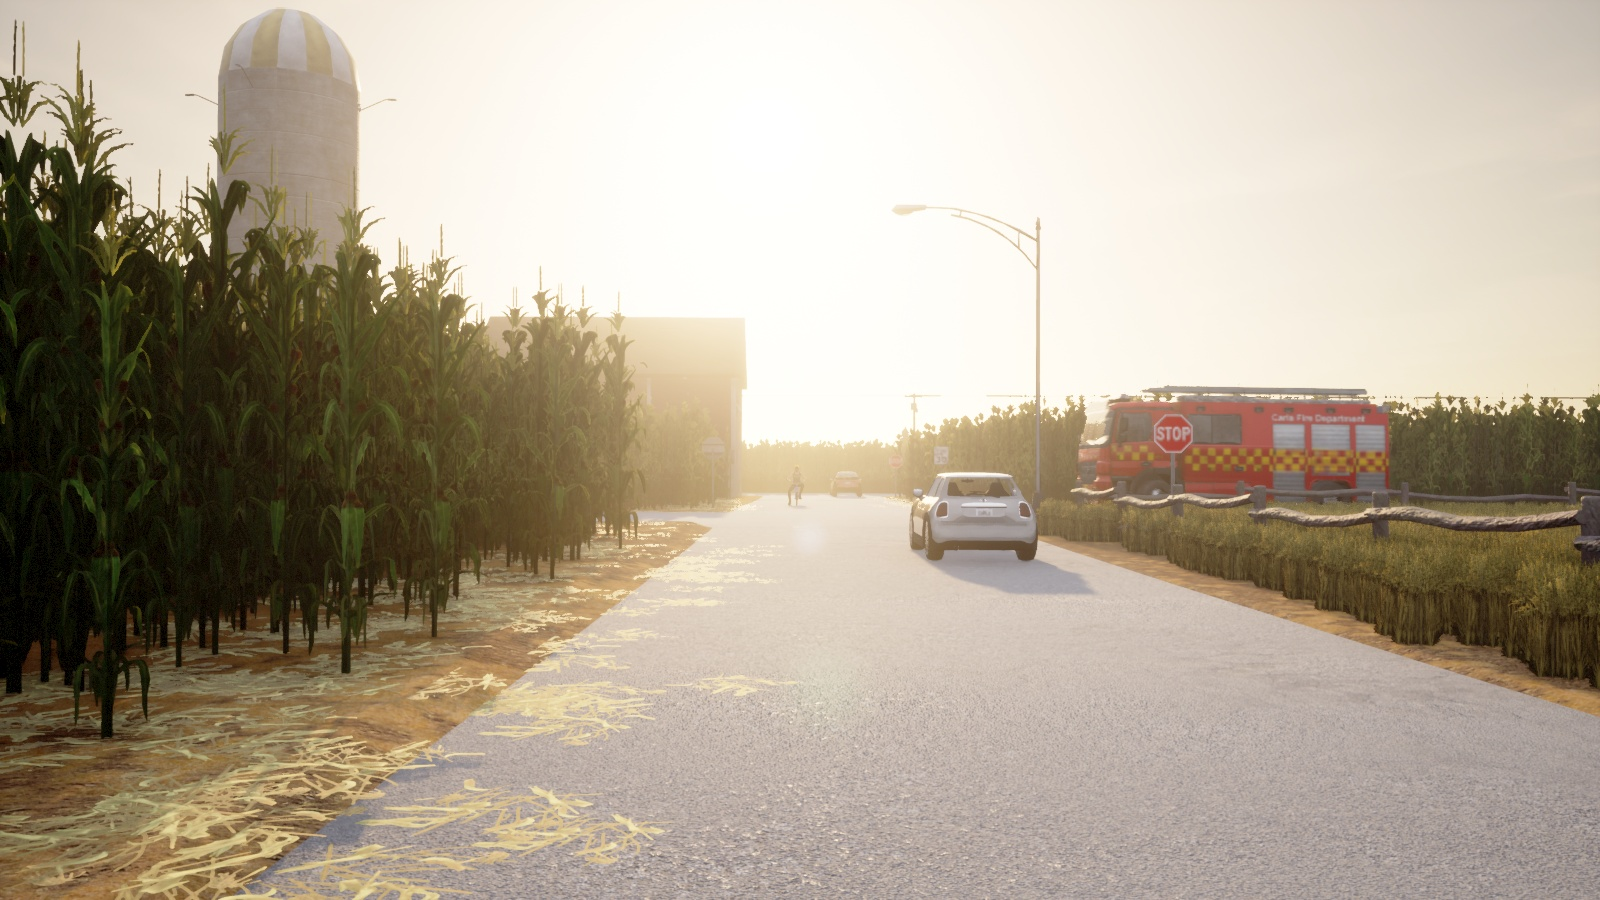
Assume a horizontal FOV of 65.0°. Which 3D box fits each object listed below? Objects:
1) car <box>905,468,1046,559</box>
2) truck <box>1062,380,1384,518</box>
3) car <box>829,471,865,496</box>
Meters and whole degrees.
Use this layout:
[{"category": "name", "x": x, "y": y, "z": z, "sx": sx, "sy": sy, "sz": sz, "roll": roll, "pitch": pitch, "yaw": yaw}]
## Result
[{"category": "car", "x": 3.041, "y": 1.071, "z": 22.544, "sx": 1.970, "sy": 1.475, "sz": 3.806, "roll": 0, "pitch": -1, "yaw": 0}, {"category": "truck", "x": 12.241, "y": 0.011, "z": 36.819, "sx": 8.468, "sy": 3.827, "sz": 2.891, "roll": 0, "pitch": -1, "yaw": -2}, {"category": "car", "x": 2.881, "y": 2.059, "z": 78.161, "sx": 2.007, "sy": 1.525, "sz": 4.514, "roll": 0, "pitch": -1, "yaw": -1}]
